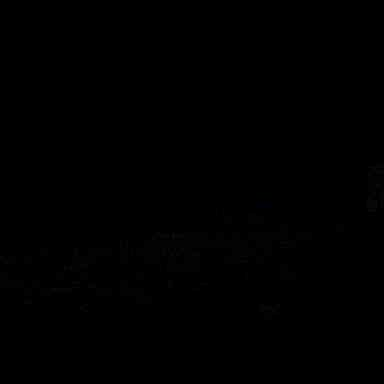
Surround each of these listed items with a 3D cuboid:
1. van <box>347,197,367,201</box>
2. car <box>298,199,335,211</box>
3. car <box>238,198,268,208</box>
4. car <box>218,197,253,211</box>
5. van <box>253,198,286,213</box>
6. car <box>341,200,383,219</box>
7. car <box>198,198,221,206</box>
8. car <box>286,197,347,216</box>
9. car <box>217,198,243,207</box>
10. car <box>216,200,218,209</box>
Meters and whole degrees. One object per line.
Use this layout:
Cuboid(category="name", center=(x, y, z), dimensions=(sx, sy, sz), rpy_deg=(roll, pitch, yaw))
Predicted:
Cuboid(category="van", center=(19.742, 1.435, 39.526), dimensions=(1.690, 1.788, 3.998), rpy_deg=(-1, 0, -36))
Cuboid(category="car", center=(16.446, 1.716, 44.148), dimensions=(1.947, 1.339, 4.313), rpy_deg=(-1, 0, -36))
Cuboid(category="car", center=(9.744, 1.783, 53.528), dimensions=(1.752, 1.417, 4.829), rpy_deg=(-1, 0, -36))
Cuboid(category="car", center=(6.208, 1.611, 43.806), dimensions=(2.192, 1.841, 5.009), rpy_deg=(-1, 0, -36))
Cuboid(category="van", center=(9.509, 1.583, 39.185), dimensions=(1.690, 1.788, 3.998), rpy_deg=(-1, 0, -36))
Cuboid(category="car", center=(16.118, 1.711, 29.942), dimensions=(1.802, 1.307, 4.206), rpy_deg=(-1, 0, -36))
Cuboid(category="car", center=(3.241, 1.908, 62.632), dimensions=(2.008, 1.369, 4.403), rpy_deg=(-1, 0, -36))
Cuboid(category="car", center=(12.810, 1.501, 34.563), dimensions=(2.192, 1.841, 5.009), rpy_deg=(-1, 0, -36))
Cuboid(category="car", center=(6.542, 1.852, 58.011), dimensions=(1.887, 1.381, 4.507), rpy_deg=(-1, 0, -36))
Cuboid(category="car", center=(2.911, 1.898, 48.428), dimensions=(2.008, 1.369, 4.403), rpy_deg=(-1, 0, -36))
